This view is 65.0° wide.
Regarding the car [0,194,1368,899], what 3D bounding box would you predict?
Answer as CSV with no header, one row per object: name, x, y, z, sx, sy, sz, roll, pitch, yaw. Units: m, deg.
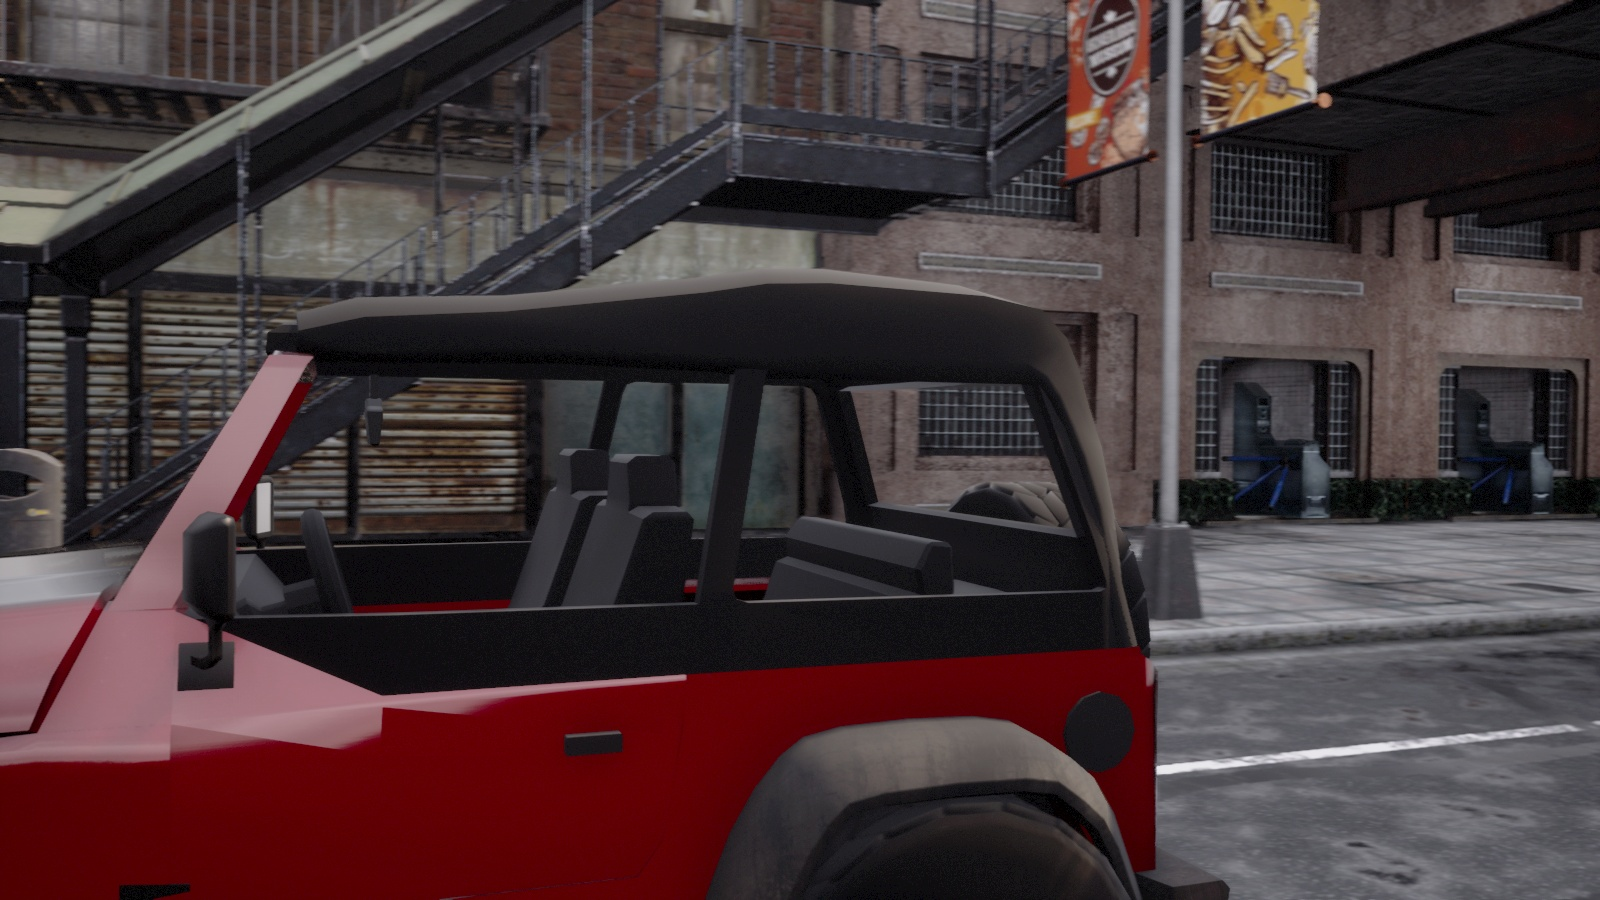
car,-0.938,0.557,2.880,3.866,1.878,1.905,-1,1,-21
